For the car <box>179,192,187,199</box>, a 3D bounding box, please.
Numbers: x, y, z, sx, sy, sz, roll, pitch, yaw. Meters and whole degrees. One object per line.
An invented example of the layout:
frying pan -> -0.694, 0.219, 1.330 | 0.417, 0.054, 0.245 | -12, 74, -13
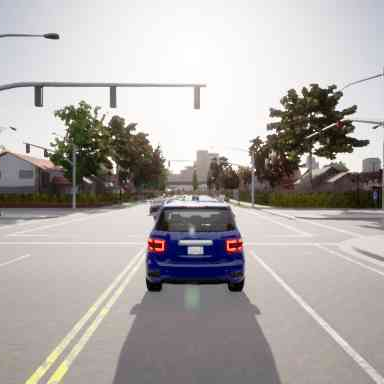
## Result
car -> -2.540, 0.969, 92.432 | 2.097, 1.767, 4.553 | 0, 0, 0

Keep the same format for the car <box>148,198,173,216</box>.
car -> -3.173, 1.477, 34.195 | 1.882, 1.535, 5.008 | 0, 0, 2

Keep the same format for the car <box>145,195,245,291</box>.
car -> 0.071, 1.222, 9.119 | 2.150, 2.045, 5.566 | 0, 0, 0

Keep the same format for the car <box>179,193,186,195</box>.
car -> -2.741, 1.525, 66.391 | 1.812, 1.442, 4.674 | 0, 0, 1

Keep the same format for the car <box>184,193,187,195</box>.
car -> -2.639, 1.595, 77.181 | 1.895, 1.301, 4.718 | 0, 0, 0

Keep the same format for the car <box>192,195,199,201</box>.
car -> 0.932, 1.478, 88.078 | 1.882, 1.535, 5.008 | 0, 0, 0

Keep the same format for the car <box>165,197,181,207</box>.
car -> -2.897, 1.547, 51.923 | 2.033, 1.411, 5.357 | 0, 0, 0
